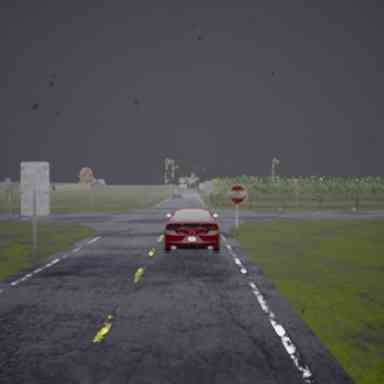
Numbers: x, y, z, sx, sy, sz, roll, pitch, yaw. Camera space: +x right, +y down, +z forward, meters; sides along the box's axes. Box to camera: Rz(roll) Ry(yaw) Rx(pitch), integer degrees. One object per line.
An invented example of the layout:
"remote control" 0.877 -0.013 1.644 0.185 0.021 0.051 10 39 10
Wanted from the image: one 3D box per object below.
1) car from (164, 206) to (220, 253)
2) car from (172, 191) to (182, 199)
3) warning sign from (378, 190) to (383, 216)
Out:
"car" 0.008 1.279 12.842 1.882 1.535 5.008 0 1 0
"car" -2.770 0.560 62.440 2.033 1.411 5.357 0 1 1
"warning sign" 14.063 0.767 23.488 1.060 1.860 1.300 0 1 -6
